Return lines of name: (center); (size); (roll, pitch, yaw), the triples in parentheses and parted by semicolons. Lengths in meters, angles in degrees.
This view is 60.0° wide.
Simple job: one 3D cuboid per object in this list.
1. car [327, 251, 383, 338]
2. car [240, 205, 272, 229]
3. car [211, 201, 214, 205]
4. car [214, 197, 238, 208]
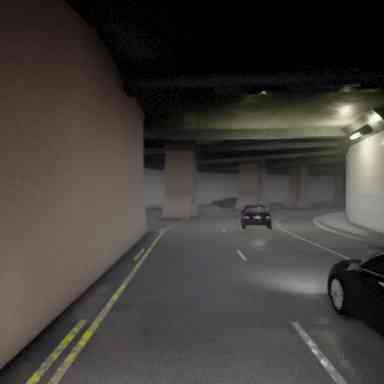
car: (3.546, 1.500, 4.619); (1.837, 1.490, 4.892); (0, 0, 1)
car: (4.133, 1.527, 21.755); (2.033, 1.411, 5.357); (0, 0, 8)
car: (5.315, 1.500, 50.807); (5.357, 1.411, 2.033); (0, 0, -41)
car: (5.799, 1.434, 46.414); (5.008, 1.535, 1.882); (0, 0, -42)
